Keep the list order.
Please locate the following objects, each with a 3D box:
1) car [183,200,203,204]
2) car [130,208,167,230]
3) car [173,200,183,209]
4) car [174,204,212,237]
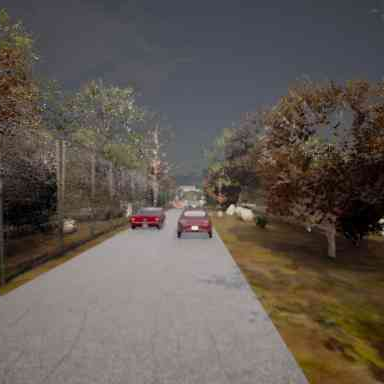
[{"bbox_3d":[0.280,1.774,40.641,2.097,1.767,4.553,0,-1,1],"label":"car"},{"bbox_3d":[-2.783,1.726,21.933,1.895,1.301,4.718,0,-1,0],"label":"car"},{"bbox_3d":[-2.398,2.227,62.854,2.097,1.767,4.553,0,-1,1],"label":"car"},{"bbox_3d":[0.152,1.617,18.613,1.812,1.442,4.674,0,-1,0],"label":"car"}]
